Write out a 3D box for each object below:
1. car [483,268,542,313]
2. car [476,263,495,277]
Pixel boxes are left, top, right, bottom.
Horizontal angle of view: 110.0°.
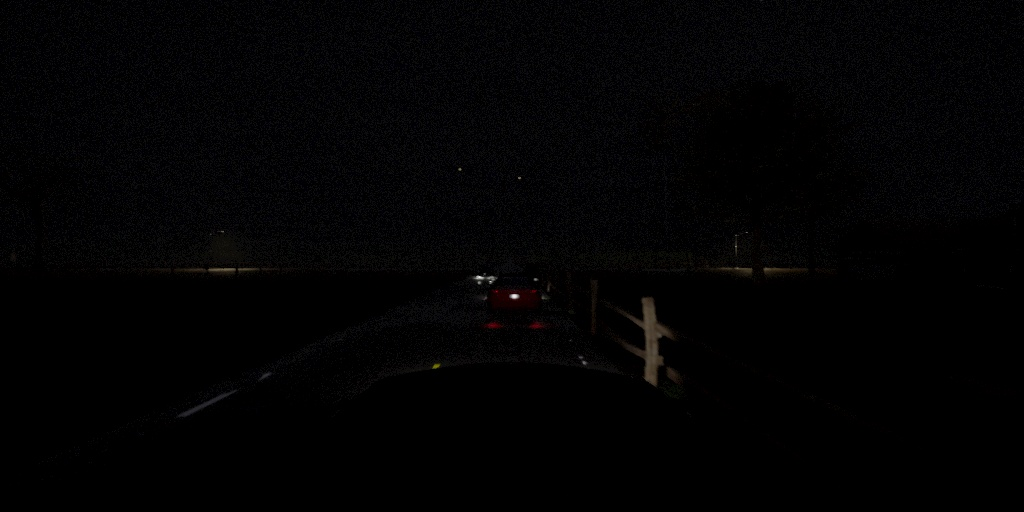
[{"bbox_3d":[0.091,1.339,14.121,1.994,1.385,4.181,0,0,0],"label":"car"},{"bbox_3d":[-2.837,1.504,39.789,2.033,1.411,5.357,0,-1,0],"label":"car"}]
